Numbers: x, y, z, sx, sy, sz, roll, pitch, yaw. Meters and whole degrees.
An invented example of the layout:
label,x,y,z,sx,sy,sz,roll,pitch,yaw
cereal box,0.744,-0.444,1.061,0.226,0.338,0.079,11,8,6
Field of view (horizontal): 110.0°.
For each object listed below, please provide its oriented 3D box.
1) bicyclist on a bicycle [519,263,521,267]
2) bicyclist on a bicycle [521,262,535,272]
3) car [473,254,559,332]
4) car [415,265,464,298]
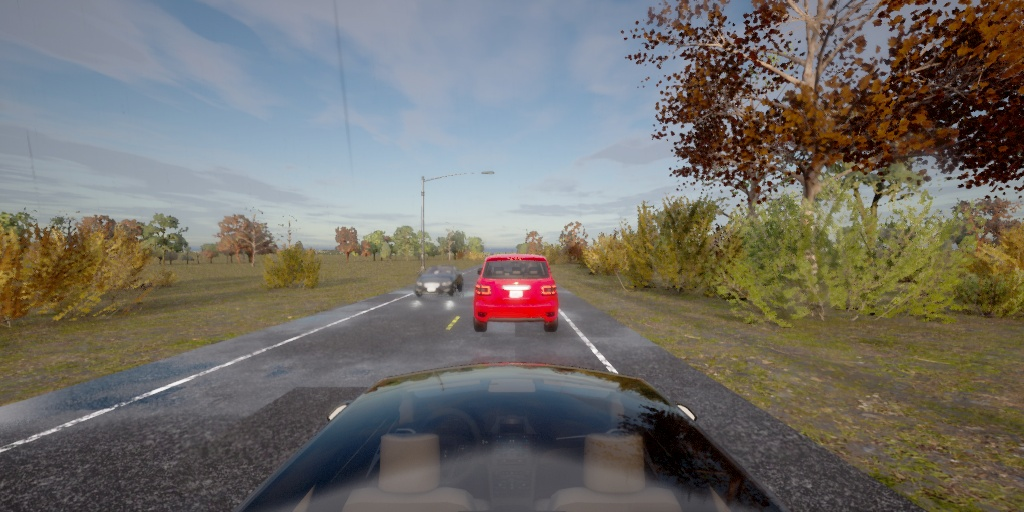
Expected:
label,x,y,z,sx,sy,sz,roll,pitch,yaw
bicyclist on a bicycle,0.898,1.111,28.692,0.659,1.776,1.843,0,0,0
bicyclist on a bicycle,0.940,1.114,18.679,0.659,1.776,1.843,0,0,0
car,0.090,0.968,10.973,2.150,2.045,5.566,0,0,0
car,-3.627,1.235,18.572,2.128,1.511,4.902,0,0,0
